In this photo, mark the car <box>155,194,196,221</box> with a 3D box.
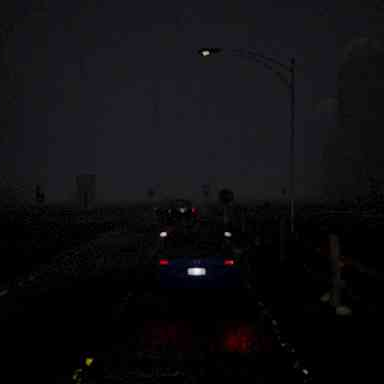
[{"bbox_3d":[-1.267,1.261,23.874,2.097,1.767,4.553,0,0,-17],"label":"car"}]

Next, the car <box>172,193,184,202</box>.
[{"bbox_3d":[-2.826,1.131,67.267,2.097,1.767,4.553,0,0,0],"label":"car"}]

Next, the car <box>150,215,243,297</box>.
[{"bbox_3d":[0.093,1.529,8.571,1.994,1.385,4.181,0,0,0],"label":"car"}]

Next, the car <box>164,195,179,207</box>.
[{"bbox_3d":[-2.884,1.309,48.310,1.882,1.535,5.008,0,0,0],"label":"car"}]

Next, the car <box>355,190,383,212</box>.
[{"bbox_3d":[18.366,0.797,31.234,5.566,2.045,2.150,-1,1,0],"label":"car"}]

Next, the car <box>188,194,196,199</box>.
[{"bbox_3d":[-0.082,1.176,85.989,1.994,1.385,4.181,0,0,0],"label":"car"}]
